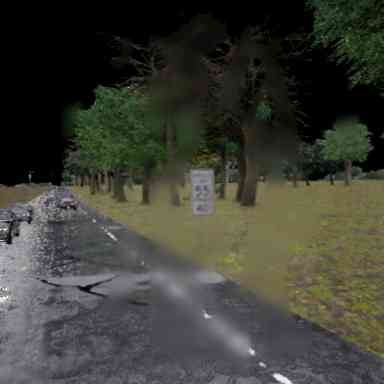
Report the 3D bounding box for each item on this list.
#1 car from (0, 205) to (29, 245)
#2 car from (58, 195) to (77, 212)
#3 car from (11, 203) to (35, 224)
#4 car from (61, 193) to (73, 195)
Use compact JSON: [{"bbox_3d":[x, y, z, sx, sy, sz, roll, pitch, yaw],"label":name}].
[{"bbox_3d":[-9.459,1.627,16.065,2.128,1.511,4.902,-1,0,-22],"label":"car"},{"bbox_3d":[-14.937,1.519,40.098,1.837,1.490,4.892,-1,1,-21],"label":"car"},{"bbox_3d":[-13.120,1.622,25.393,2.128,1.511,4.902,-1,1,-21],"label":"car"},{"bbox_3d":[-18.764,1.193,49.807,2.150,2.045,5.566,-1,1,-21],"label":"car"}]
